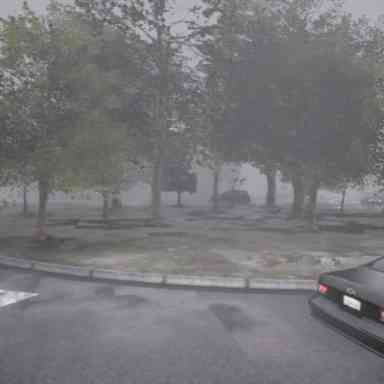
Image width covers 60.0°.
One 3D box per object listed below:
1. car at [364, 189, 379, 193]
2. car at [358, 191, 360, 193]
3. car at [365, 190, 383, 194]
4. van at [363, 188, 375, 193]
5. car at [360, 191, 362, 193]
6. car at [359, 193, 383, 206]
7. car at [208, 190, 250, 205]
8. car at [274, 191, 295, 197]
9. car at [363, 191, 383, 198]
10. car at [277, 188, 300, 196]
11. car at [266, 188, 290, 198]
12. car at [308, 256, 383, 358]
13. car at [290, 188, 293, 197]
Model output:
[{"bbox_3d":[38.446,0.727,68.352,4.553,1.767,2.185,1,1,25],"label":"car"},{"bbox_3d":[45.537,0.287,83.444,5.566,2.045,2.435,1,2,25],"label":"car"},{"bbox_3d":[36.080,0.959,63.462,4.792,1.488,2.163,1,1,25],"label":"car"},{"bbox_3d":[39.549,0.579,71.044,4.442,1.987,1.878,1,1,25],"label":"van"},{"bbox_3d":[43.195,0.646,78.549,5.008,1.535,2.097,1,2,25],"label":"car"},{"bbox_3d":[24.789,1.273,46.136,1.895,1.301,4.718,1,1,15],"label":"car"},{"bbox_3d":[4.965,0.736,44.354,5.566,2.045,2.150,1,0,7],"label":"car"},{"bbox_3d":[23.321,0.429,83.661,4.892,1.521,2.231,1,1,25],"label":"car"},{"bbox_3d":[44.334,0.594,80.946,4.892,1.521,2.231,1,2,25],"label":"car"},{"bbox_3d":[25.643,0.070,88.655,5.566,2.045,2.435,1,1,25],"label":"car"},{"bbox_3d":[18.671,0.486,73.649,4.553,1.767,2.185,1,1,25],"label":"car"},{"bbox_3d":[4.507,1.525,5.151,5.357,1.411,2.033,0,1,-17],"label":"car"},{"bbox_3d":[19.809,0.569,76.168,5.008,1.535,2.097,1,1,25],"label":"car"}]
